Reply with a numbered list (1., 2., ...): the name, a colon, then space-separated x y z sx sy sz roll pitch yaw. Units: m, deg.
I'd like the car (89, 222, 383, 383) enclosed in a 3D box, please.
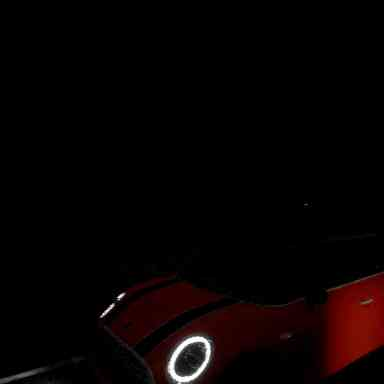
1. car: 1.049 1.359 4.432 4.553 1.767 2.097 0 0 -35
